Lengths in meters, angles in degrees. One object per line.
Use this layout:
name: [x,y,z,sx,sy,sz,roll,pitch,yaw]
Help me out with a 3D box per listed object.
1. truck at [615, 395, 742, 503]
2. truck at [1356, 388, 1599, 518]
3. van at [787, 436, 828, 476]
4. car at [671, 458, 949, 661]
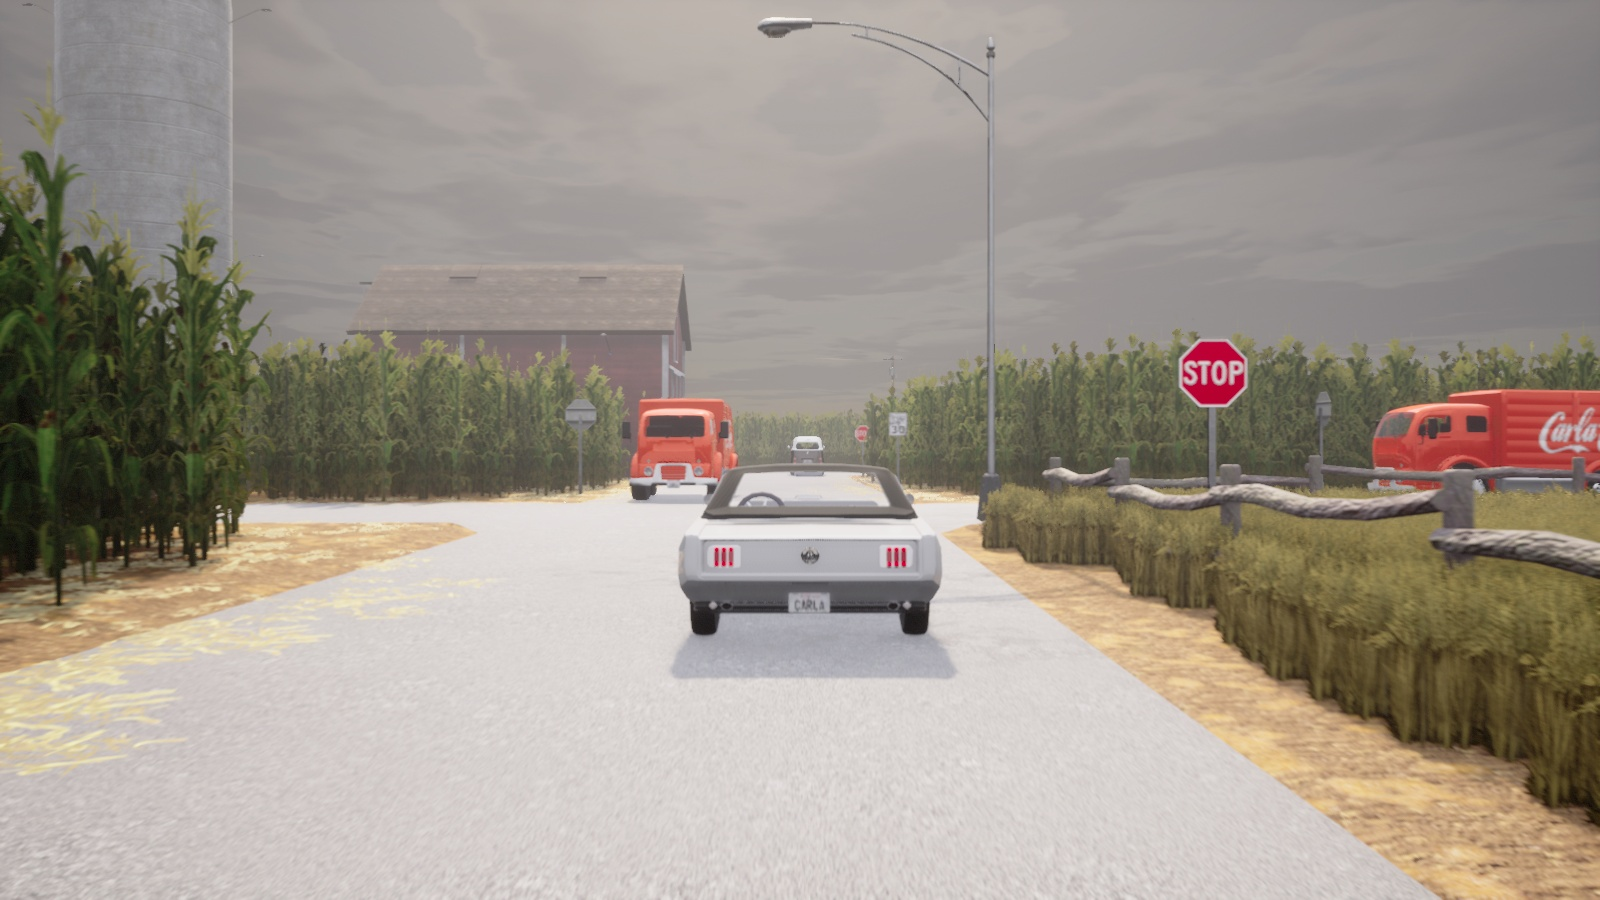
truck: [-2.906,-0.031,31.353,2.627,2.467,5.204,0,0,0]
truck: [14.416,0.064,25.359,5.204,2.467,2.627,1,0,0]
van: [0.352,0.320,67.323,2.069,2.038,4.480,0,0,-1]
car: [0.078,0.761,10.910,1.895,1.301,4.718,0,1,0]
